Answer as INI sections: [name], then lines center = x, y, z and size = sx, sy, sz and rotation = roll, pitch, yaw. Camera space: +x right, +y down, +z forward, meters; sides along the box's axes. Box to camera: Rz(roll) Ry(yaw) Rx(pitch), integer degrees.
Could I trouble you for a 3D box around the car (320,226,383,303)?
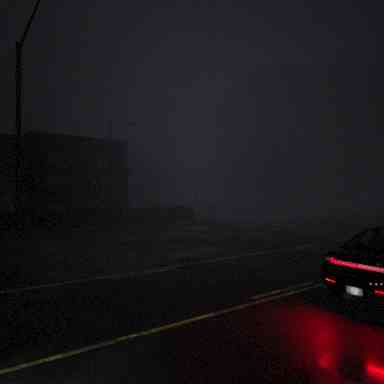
[car]
center = 4.767, 1.491, 7.136
size = 4.902, 1.511, 2.128
rotation = 0, 0, -36
